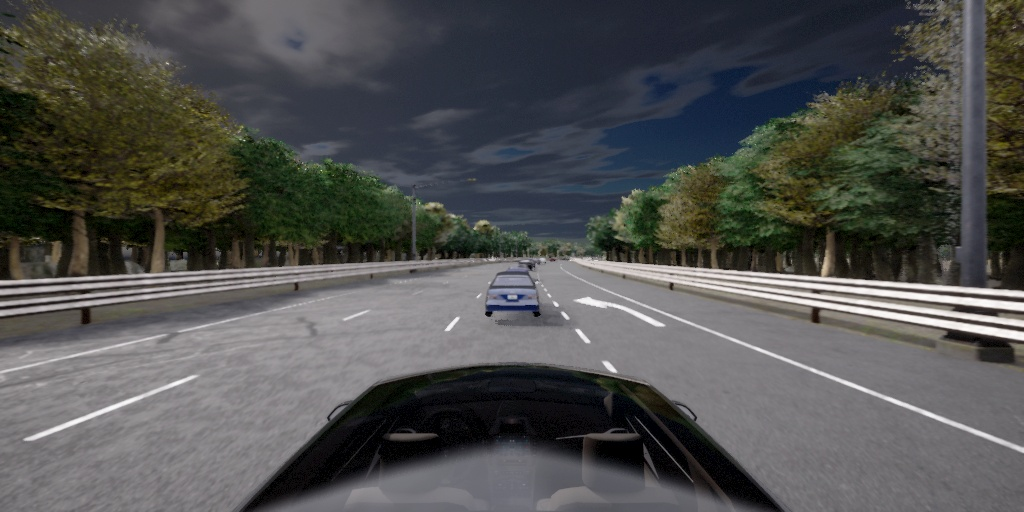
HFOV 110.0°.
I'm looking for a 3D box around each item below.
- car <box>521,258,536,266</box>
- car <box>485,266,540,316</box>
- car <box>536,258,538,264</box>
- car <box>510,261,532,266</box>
[{"bbox_3d":[1.932,1.193,49.858,1.882,1.535,5.008,0,0,5],"label":"car"},{"bbox_3d":[0.046,1.288,13.364,2.033,1.411,5.357,0,0,1],"label":"car"},{"bbox_3d":[2.936,1.244,59.784,1.812,1.442,4.674,0,0,6],"label":"car"},{"bbox_3d":[0.565,1.329,30.382,1.895,1.301,4.718,0,0,3],"label":"car"}]
